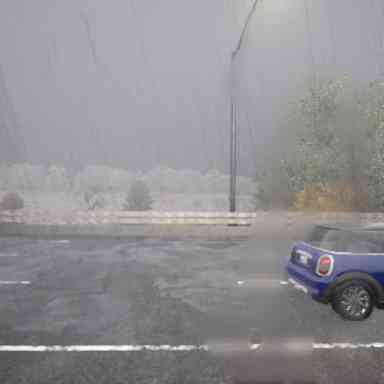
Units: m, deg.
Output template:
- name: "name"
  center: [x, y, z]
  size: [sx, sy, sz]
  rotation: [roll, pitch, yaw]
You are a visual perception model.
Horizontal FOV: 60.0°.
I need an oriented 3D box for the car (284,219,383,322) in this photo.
- name: "car"
  center: [4.402, 1.429, 7.011]
  size: [4.553, 1.767, 2.097]
  rotation: [1, 0, -5]
